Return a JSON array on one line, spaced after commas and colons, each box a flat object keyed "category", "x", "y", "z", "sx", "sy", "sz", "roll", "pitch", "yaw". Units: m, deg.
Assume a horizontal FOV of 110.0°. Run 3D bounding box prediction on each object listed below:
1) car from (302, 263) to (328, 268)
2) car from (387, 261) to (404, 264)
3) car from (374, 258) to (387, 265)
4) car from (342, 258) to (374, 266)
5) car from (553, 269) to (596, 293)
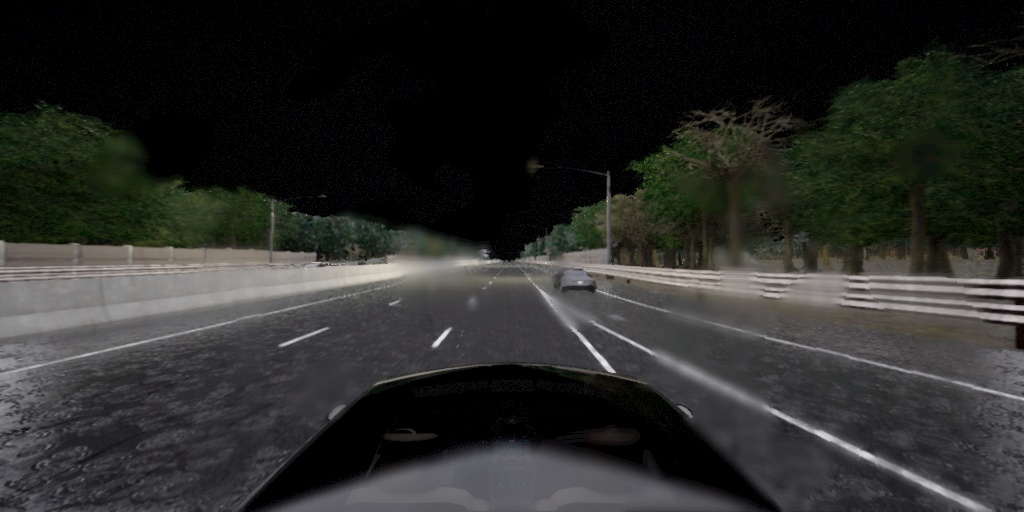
[{"category": "car", "x": -21.070, "y": 1.518, "z": 38.238, "sx": 1.812, "sy": 1.442, "sz": 4.674, "roll": 0, "pitch": -1, "yaw": 0}, {"category": "car", "x": -17.528, "y": 1.677, "z": 56.211, "sx": 1.994, "sy": 1.385, "sz": 4.181, "roll": 0, "pitch": 0, "yaw": 0}, {"category": "car", "x": -21.015, "y": 1.329, "z": 55.733, "sx": 2.150, "sy": 2.045, "sz": 5.566, "roll": 0, "pitch": 0, "yaw": 0}, {"category": "car", "x": -17.567, "y": 1.355, "z": 39.823, "sx": 2.097, "sy": 1.767, "sz": 4.553, "roll": 0, "pitch": 0, "yaw": 0}, {"category": "car", "x": 3.720, "y": 1.447, "z": 21.811, "sx": 1.994, "sy": 1.385, "sz": 4.181, "roll": 0, "pitch": 0, "yaw": -2}]
